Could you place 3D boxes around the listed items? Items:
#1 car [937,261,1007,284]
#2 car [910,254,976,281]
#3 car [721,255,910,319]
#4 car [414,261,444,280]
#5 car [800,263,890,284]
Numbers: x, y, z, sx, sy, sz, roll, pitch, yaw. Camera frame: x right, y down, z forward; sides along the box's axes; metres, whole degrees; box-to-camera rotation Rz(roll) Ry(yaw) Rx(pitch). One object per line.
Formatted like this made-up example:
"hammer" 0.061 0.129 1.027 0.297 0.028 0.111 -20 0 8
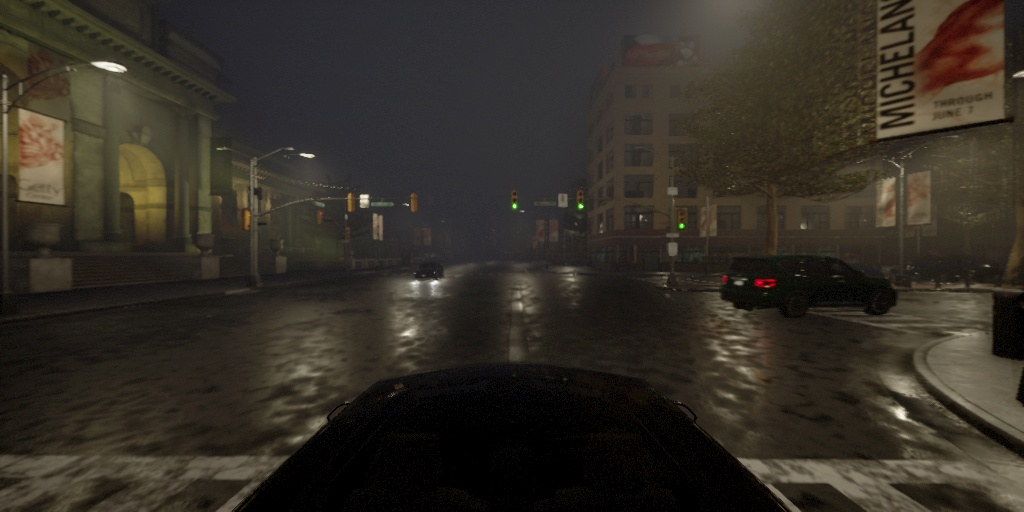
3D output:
"car" 33.460 1.244 25.330 4.181 1.385 1.994 0 0 0
"car" 33.975 0.892 28.843 5.566 2.045 2.150 0 0 0
"car" 10.131 0.992 12.401 5.566 2.045 2.150 0 1 -11
"car" -6.938 1.238 30.266 1.837 1.490 4.892 0 2 -2
"car" 23.389 1.206 25.321 4.674 1.442 1.812 0 0 0
